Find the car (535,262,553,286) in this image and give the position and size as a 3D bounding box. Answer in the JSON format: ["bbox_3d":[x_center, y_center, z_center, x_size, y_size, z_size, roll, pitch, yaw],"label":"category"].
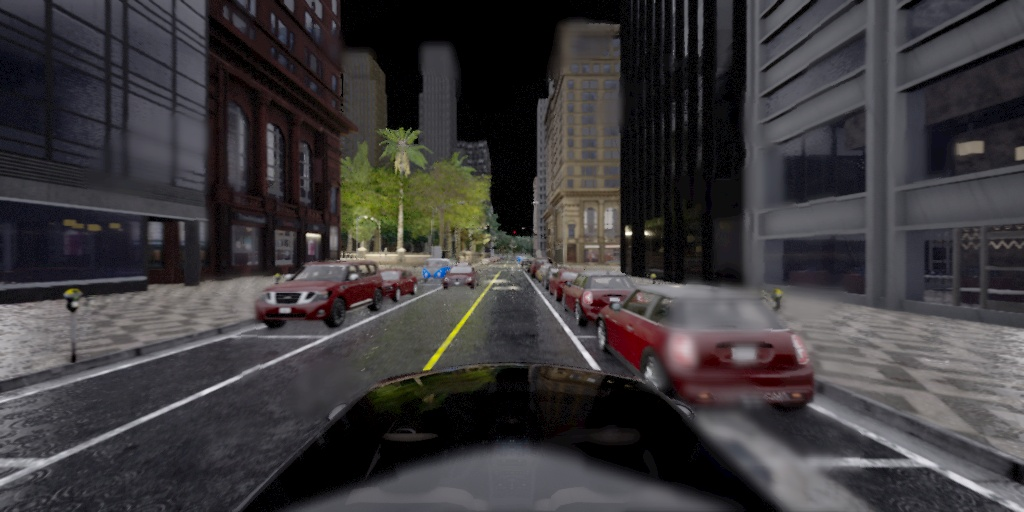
[{"bbox_3d":[2.763,1.303,22.457,2.007,1.370,4.403,0,0,0],"label":"car"}]

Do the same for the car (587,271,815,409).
[{"bbox_3d":[2.763,1.190,6.182,1.967,1.591,4.097,0,0,0],"label":"car"}]

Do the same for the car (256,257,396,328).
[{"bbox_3d":[-5.762,1.064,11.619,2.192,1.841,5.009,0,0,0],"label":"car"}]

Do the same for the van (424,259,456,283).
[{"bbox_3d":[-5.762,1.094,27.897,1.690,1.789,3.998,0,0,0],"label":"van"}]

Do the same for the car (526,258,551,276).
[{"bbox_3d":[2.763,1.069,33.308,2.192,1.841,5.009,0,0,0],"label":"car"}]

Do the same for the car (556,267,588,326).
[{"bbox_3d":[2.763,1.190,11.607,1.967,1.591,4.097,0,0,0],"label":"car"}]

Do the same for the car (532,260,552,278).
[{"bbox_3d":[2.763,1.279,28.053,1.751,1.417,4.829,0,0,0],"label":"car"}]

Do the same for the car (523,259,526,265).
[{"bbox_3d":[2.763,1.320,44.159,1.948,1.339,4.313,0,0,0],"label":"car"}]

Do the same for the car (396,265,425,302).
[{"bbox_3d":[-5.762,1.296,17.045,1.888,1.381,4.507,0,0,0],"label":"car"}]

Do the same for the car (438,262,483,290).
[{"bbox_3d":[-3.099,1.278,22.548,1.812,1.442,4.674,0,0,0],"label":"car"}]

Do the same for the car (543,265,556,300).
[{"bbox_3d":[2.762,1.296,17.033,1.888,1.381,4.507,0,0,0],"label":"car"}]

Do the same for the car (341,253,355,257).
[{"bbox_3d":[-25.640,0.668,55.709,5.566,2.045,2.150,3,0,0],"label":"car"}]
